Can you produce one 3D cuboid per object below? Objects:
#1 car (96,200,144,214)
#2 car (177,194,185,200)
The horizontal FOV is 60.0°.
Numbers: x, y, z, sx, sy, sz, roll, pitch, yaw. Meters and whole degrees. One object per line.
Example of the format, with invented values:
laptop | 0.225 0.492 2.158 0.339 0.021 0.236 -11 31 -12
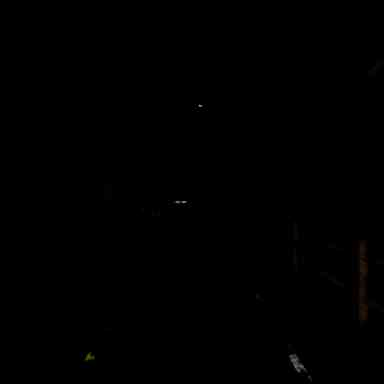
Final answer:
car | -7.370 1.596 34.258 4.892 1.490 1.837 1 0 0
car | -2.740 1.226 86.098 1.882 1.535 5.008 0 0 0
